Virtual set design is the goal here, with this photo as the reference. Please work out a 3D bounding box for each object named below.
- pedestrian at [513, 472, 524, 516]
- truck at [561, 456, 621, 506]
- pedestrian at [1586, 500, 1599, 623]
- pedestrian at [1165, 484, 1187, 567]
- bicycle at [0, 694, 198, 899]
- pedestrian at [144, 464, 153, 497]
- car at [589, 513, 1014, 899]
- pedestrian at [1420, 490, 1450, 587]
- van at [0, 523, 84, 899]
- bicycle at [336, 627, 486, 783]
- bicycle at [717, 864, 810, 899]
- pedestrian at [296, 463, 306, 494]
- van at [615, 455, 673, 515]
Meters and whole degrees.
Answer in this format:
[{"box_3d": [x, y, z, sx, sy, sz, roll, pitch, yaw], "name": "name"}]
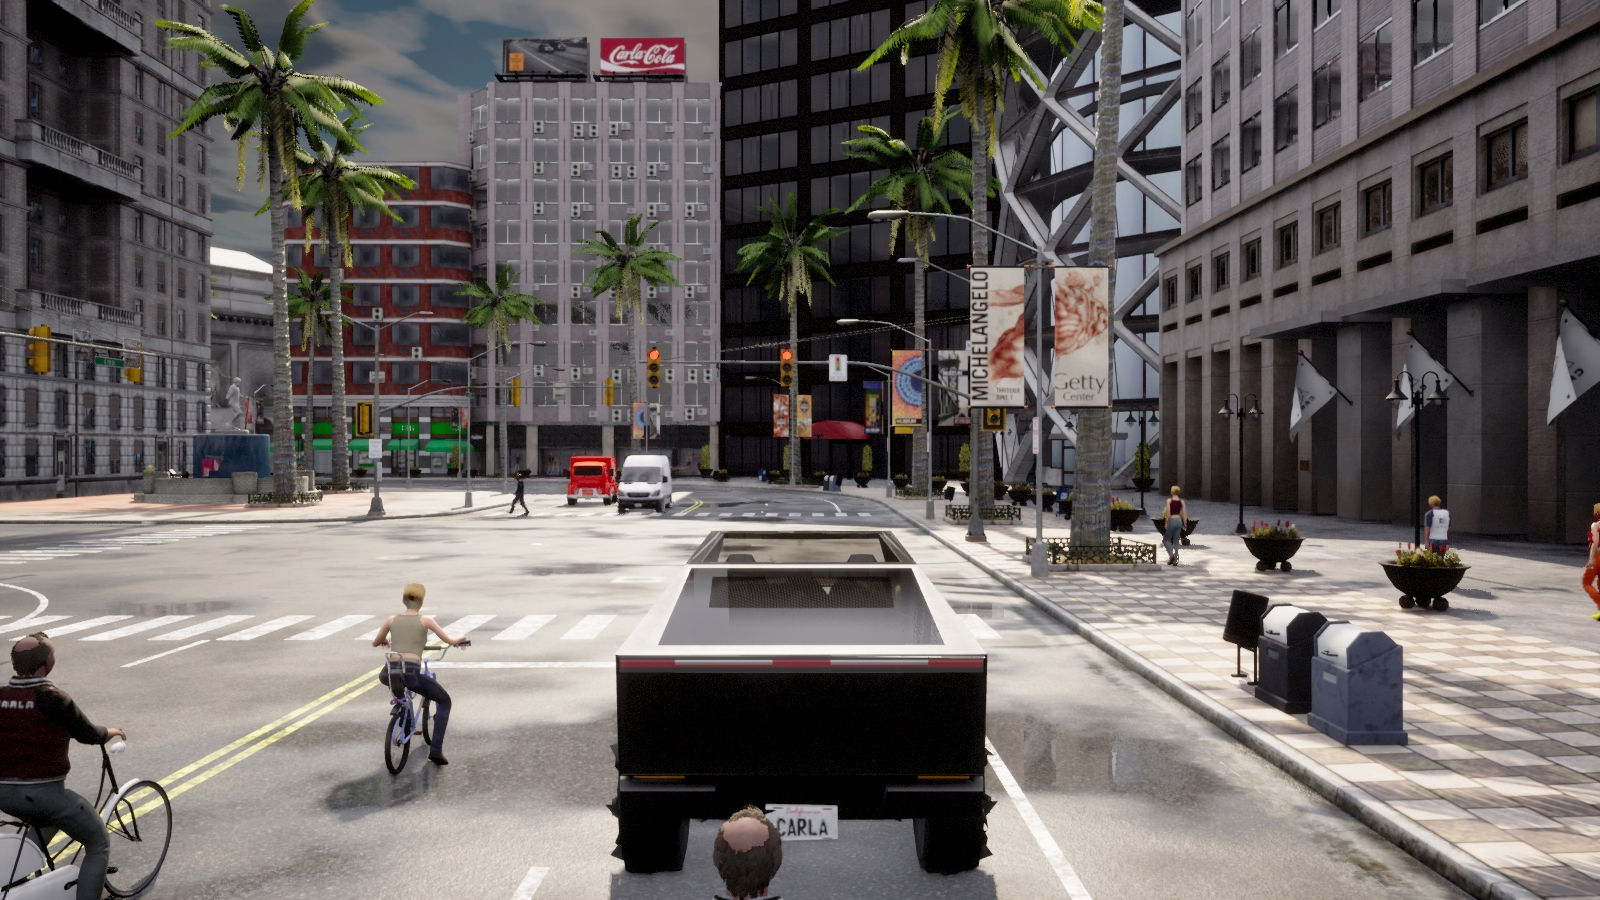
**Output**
[{"box_3d": [-11.945, 1.849, 48.502, 0.375, 1.860, 0.375, 0, 0, 5], "name": "pedestrian"}, {"box_3d": [-10.821, 1.573, 59.472, 2.627, 2.467, 5.204, 0, 0, -5], "name": "truck"}, {"box_3d": [12.365, 1.704, 17.518, 0.375, 1.860, 0.375, 0, 0, -6], "name": "pedestrian"}, {"box_3d": [8.487, 1.698, 25.795, 0.375, 1.860, 0.375, 0, 0, -3], "name": "pedestrian"}, {"box_3d": [-4.243, 2.210, 6.662, 0.329, 1.171, 1.835, 0, 0, 6], "name": "bicycle"}, {"box_3d": [-36.343, 1.696, 63.766, 0.375, 1.860, 0.375, 0, 0, -17], "name": "pedestrian"}, {"box_3d": [0.011, 1.753, 9.550, 2.390, 2.098, 6.274, 0, 0, 0], "name": "car"}, {"box_3d": [12.269, 1.701, 22.079, 0.375, 1.860, 0.375, 0, 0, 4], "name": "pedestrian"}, {"box_3d": [-3.501, 1.534, 1.043, 1.988, 2.561, 5.915, 0, 0, 0], "name": "van"}, {"box_3d": [-3.473, 2.256, 10.347, 0.859, 1.080, 1.487, 0, 0, 0], "name": "bicycle"}, {"box_3d": [-0.147, 2.210, 3.549, 0.329, 1.171, 1.835, 0, 0, 1], "name": "bicycle"}, {"box_3d": [-29.753, 1.698, 68.127, 0.375, 1.860, 0.375, 0, 0, 42], "name": "pedestrian"}, {"box_3d": [-7.086, 1.535, 52.404, 1.988, 2.561, 5.915, 0, 0, -1], "name": "van"}]
